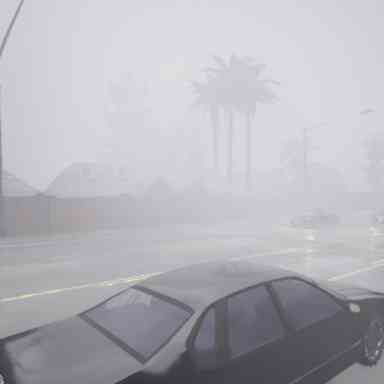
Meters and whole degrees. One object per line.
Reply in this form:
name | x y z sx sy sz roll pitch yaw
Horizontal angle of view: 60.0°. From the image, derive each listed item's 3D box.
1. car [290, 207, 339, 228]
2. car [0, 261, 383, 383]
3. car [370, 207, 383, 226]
car | 9.212 1.834 24.761 4.674 1.442 1.812 0 -1 -39
car | 0.563 1.609 4.049 5.357 1.411 2.033 0 -1 -39
car | 15.290 1.746 25.141 4.902 1.511 2.128 0 -1 -39
